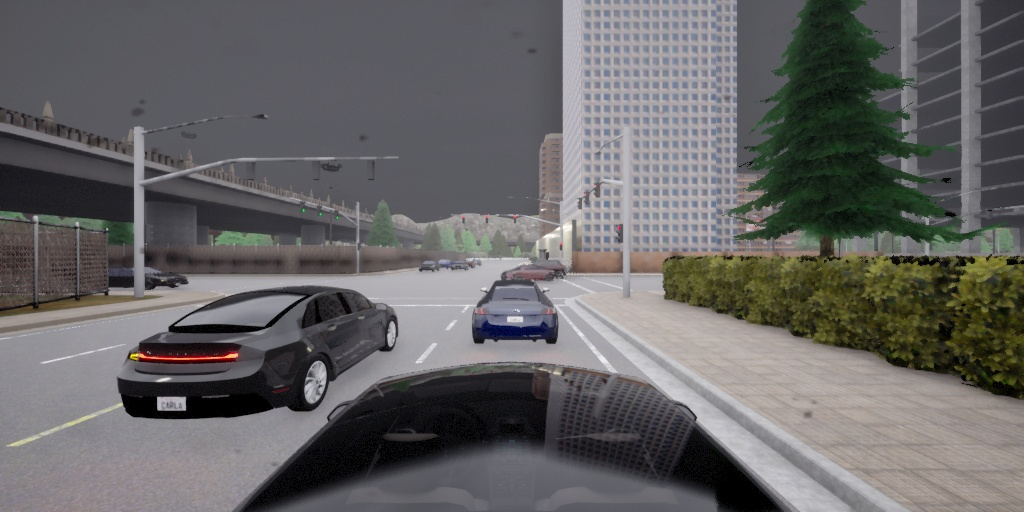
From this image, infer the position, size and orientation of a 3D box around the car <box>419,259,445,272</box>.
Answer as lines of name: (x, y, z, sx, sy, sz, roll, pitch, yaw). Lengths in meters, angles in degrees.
car: (-10.593, 1.297, 46.480, 2.033, 1.411, 5.357, 0, 0, 0)

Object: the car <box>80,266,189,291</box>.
car: (-23.281, 1.352, 22.127, 5.357, 1.411, 2.033, 0, 0, 0)

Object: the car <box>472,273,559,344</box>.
car: (0.079, 1.314, 9.611, 1.994, 1.385, 4.181, 0, 0, 0)

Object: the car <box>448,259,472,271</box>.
car: (-7.085, 1.314, 49.232, 1.994, 1.385, 4.181, 0, 0, 0)

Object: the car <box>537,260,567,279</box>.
car: (2.640, 1.138, 32.883, 4.553, 1.767, 2.097, 0, 0, 0)

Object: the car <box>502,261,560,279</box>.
car: (1.195, 1.344, 27.914, 4.181, 1.385, 1.994, 0, 0, -20)

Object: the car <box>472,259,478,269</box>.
car: (-7.083, 1.351, 57.986, 1.895, 1.301, 4.718, 0, 0, 0)

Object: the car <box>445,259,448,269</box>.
car: (-10.588, 1.227, 55.930, 1.882, 1.535, 5.008, 0, 0, 0)

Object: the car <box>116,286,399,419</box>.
car: (-3.440, 1.255, 6.068, 1.837, 1.490, 4.892, 0, 0, 0)
